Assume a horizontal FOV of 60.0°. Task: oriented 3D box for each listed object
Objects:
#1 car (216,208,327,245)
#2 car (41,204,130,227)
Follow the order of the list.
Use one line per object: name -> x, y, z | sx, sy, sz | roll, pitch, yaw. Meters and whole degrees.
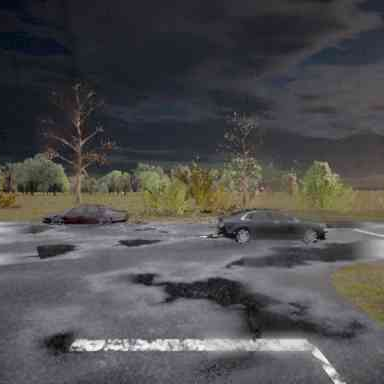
car -> 3.526, 1.506, 14.958 | 4.892, 1.490, 1.837 | 0, 0, -2
car -> -6.813, 1.516, 21.700 | 5.357, 1.411, 2.033 | 0, 0, -2
